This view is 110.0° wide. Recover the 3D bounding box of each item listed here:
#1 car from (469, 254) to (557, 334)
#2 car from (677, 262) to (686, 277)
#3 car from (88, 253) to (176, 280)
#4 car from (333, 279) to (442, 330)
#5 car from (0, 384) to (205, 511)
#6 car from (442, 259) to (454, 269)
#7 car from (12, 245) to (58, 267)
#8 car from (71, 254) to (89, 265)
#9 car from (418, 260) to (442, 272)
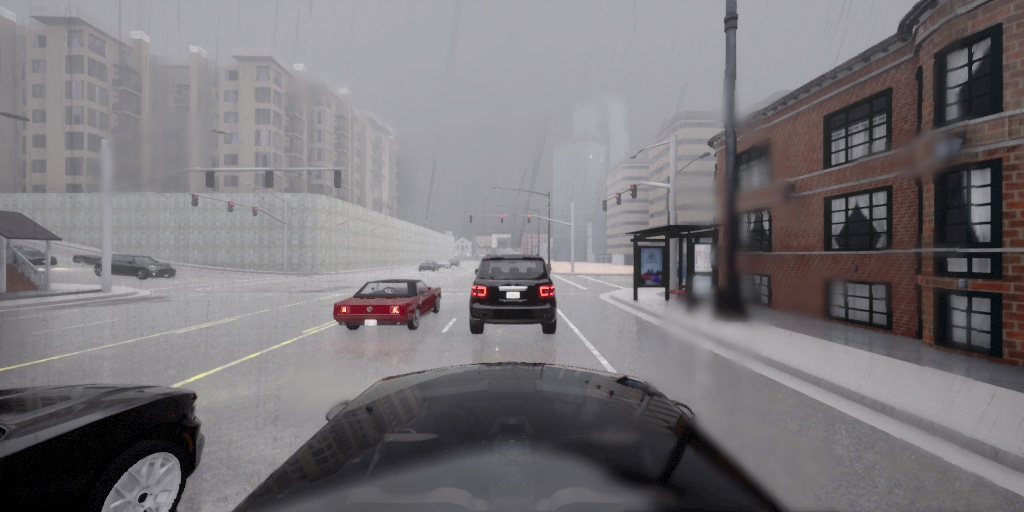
[{"bbox_3d":[0.025,0.971,10.731,2.150,2.045,5.566,0,0,0],"label":"car"},{"bbox_3d":[14.319,1.227,30.962,5.008,1.535,1.882,0,0,-1],"label":"car"},{"bbox_3d":[-28.078,0.718,26.888,4.553,1.767,2.097,5,0,0],"label":"car"},{"bbox_3d":[-3.473,1.351,11.047,1.895,1.301,4.718,0,0,0],"label":"car"},{"bbox_3d":[-3.405,1.228,0.822,1.882,1.535,5.008,0,0,0],"label":"car"},{"bbox_3d":[-10.885,1.275,56.922,1.812,1.442,4.674,0,0,-1],"label":"car"},{"bbox_3d":[-36.881,-0.072,26.807,4.181,1.385,1.994,9,0,-1],"label":"car"},{"bbox_3d":[-34.169,0.351,30.535,4.718,1.301,1.895,7,0,0],"label":"car"},{"bbox_3d":[-10.842,1.313,46.942,1.994,1.385,4.181,0,0,0],"label":"car"}]
